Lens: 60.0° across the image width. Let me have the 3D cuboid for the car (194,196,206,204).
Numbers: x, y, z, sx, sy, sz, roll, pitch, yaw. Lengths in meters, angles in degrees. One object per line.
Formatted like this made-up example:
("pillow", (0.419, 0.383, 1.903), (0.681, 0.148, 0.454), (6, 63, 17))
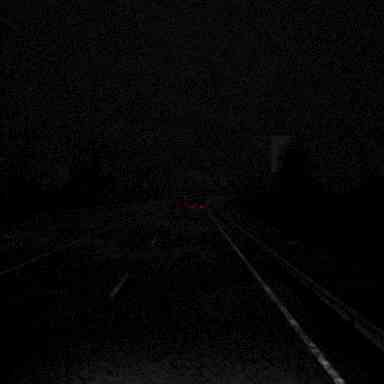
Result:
("car", (1.710, 1.551, 67.422), (2.128, 1.511, 4.902), (0, 0, 5))

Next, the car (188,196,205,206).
("car", (1.010, 1.387, 57.195), (2.097, 1.767, 4.553), (0, 0, 4))

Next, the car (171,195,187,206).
("car", (-2.510, 1.582, 56.969), (2.033, 1.411, 5.357), (0, 0, 3))
